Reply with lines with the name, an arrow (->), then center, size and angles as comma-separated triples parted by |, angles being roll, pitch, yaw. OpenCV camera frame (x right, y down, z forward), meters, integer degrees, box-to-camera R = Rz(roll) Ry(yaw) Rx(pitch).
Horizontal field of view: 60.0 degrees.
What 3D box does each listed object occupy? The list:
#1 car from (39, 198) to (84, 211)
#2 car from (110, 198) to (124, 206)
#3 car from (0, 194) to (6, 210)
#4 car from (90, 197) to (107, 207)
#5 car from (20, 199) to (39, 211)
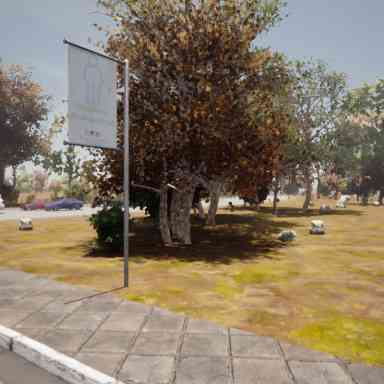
car -> -15.397, 1.515, 40.152 | 1.812, 1.442, 4.674 | 0, 0, 38
car -> -9.193, 1.556, 48.090 | 1.895, 1.301, 4.718 | 0, 0, 37
car -> -21.415, 1.221, 32.591 | 2.150, 2.045, 5.566 | 0, 0, 39
car -> -12.699, 1.465, 49.274 | 1.837, 1.490, 4.892 | 0, 0, 38
car -> -18.958, 1.556, 41.288 | 1.994, 1.385, 4.181 | 0, 0, 39
